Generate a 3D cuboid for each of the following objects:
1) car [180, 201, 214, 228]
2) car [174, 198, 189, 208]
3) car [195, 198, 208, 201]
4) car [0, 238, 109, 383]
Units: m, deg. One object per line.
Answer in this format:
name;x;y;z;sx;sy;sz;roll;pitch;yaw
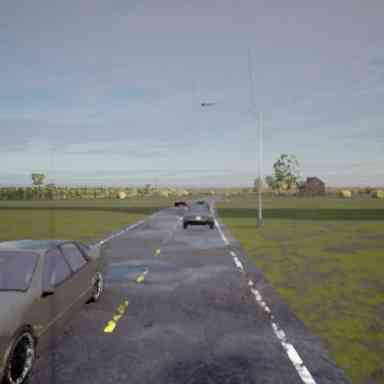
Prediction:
car;0.429;1.528;21.866;1.994;1.385;4.181;0;0;1
car;-1.409;1.512;47.070;1.895;1.301;4.718;0;0;4
car;1.074;1.437;38.677;1.837;1.490;4.892;0;0;3
car;-2.817;1.538;5.452;2.033;1.411;5.357;0;0;0
